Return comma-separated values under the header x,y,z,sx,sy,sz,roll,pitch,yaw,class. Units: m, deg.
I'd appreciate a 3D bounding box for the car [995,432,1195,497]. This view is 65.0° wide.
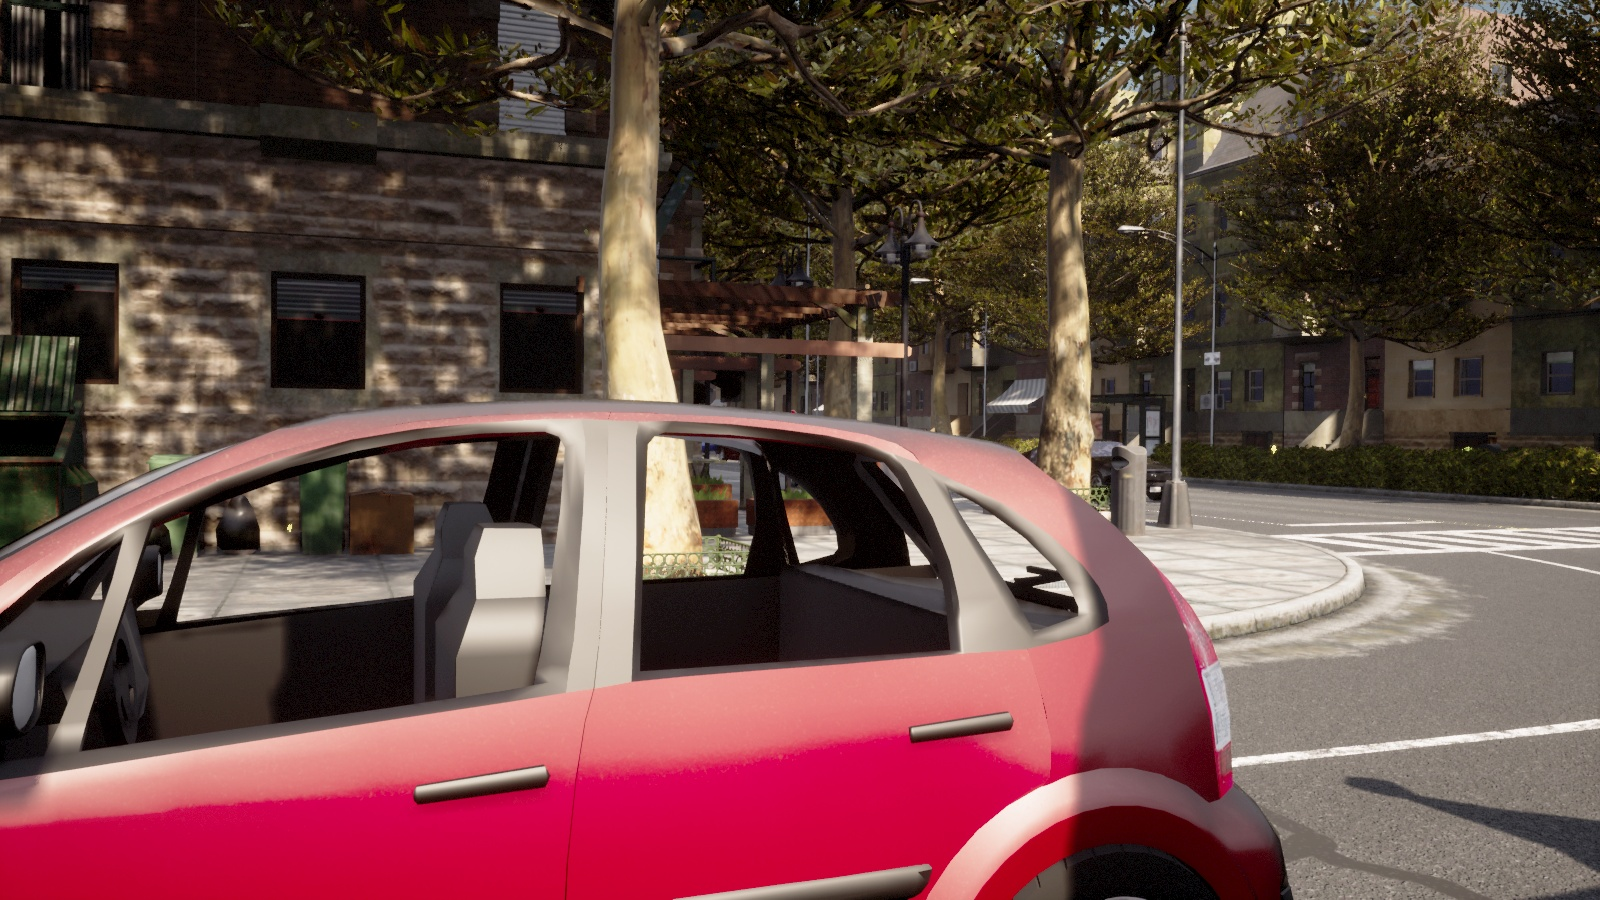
x,y,z,sx,sy,sz,roll,pitch,yaw,class
6.935,0.279,30.226,2.033,1.411,5.357,-1,1,-21,car

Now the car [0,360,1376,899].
x,y,z,sx,sy,sz,roll,pitch,yaw,class
-0.947,0.660,2.878,3.988,1.617,1.851,-1,1,-21,car
